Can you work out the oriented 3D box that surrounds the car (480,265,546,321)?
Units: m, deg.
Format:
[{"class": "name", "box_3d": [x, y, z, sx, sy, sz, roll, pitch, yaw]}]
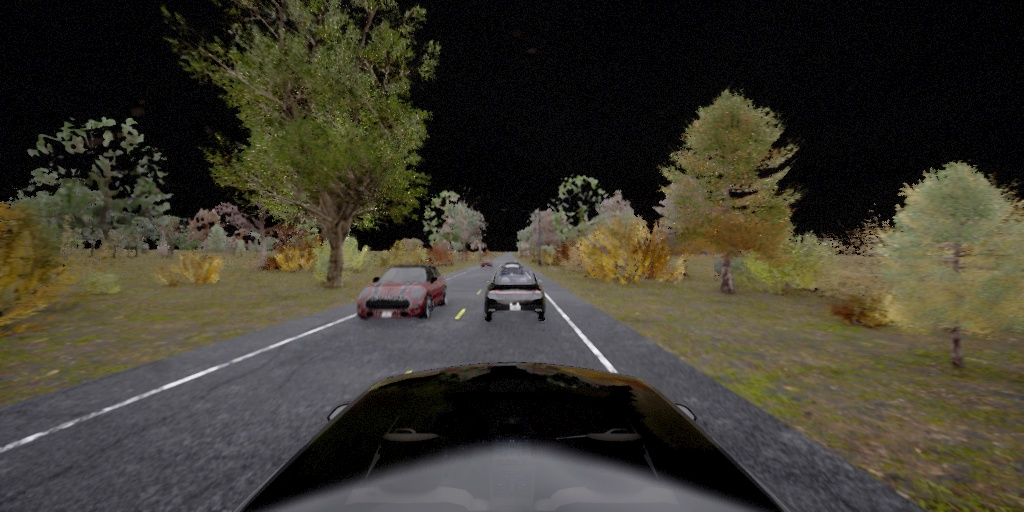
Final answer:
[{"class": "car", "box_3d": [0.084, 1.227, 12.462, 2.128, 1.511, 4.902, 0, 0, 0]}]

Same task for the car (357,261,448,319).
[{"class": "car", "box_3d": [-3.615, 1.087, 12.579, 2.097, 1.767, 4.553, 0, 0, 0]}]

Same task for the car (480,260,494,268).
[{"class": "car", "box_3d": [-3.832, 1.234, 55.166, 1.895, 1.301, 4.718, 0, 0, 0]}]

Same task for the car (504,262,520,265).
[{"class": "car", "box_3d": [0.014, 1.226, 29.959, 1.812, 1.442, 4.674, 0, 0, 0]}]
